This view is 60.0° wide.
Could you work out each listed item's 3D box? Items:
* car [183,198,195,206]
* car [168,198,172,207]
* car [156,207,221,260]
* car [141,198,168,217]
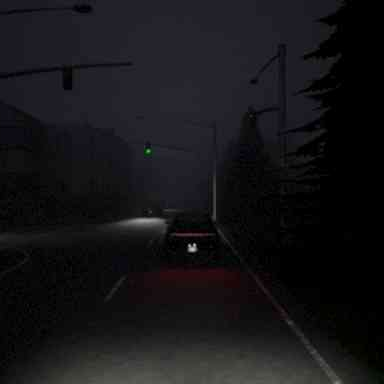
[{"bbox_3d":[-0.511,1.733,59.314,1.994,1.385,4.181,0,0,-1],"label":"car"},{"bbox_3d":[-3.984,1.645,47.908,1.837,1.490,4.892,0,0,0],"label":"car"},{"bbox_3d":[-0.006,1.528,12.498,2.128,1.511,4.902,0,0,0],"label":"car"},{"bbox_3d":[-3.874,1.590,33.263,2.128,1.511,4.902,0,0,0],"label":"car"}]
